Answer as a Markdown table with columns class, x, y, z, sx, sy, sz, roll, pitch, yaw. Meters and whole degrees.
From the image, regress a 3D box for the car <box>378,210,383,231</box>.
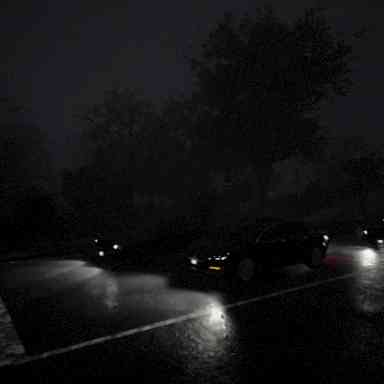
| class | x | y | z | sx | sy | sz | roll | pitch | yaw |
| --- | --- | --- | --- | --- | --- | --- | --- | --- | --- |
| car | 15.184 | 2.018 | 23.381 | 4.674 | 1.442 | 1.812 | 2 | -1 | -35 |

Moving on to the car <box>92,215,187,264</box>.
| class | x | y | z | sx | sy | sz | roll | pitch | yaw |
| --- | --- | --- | --- | --- | --- | --- | --- | --- | --- |
| car | -0.756 | 1.555 | 12.069 | 5.357 | 1.411 | 2.033 | 0 | 0 | -39 |

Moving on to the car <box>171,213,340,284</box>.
| class | x | y | z | sx | sy | sz | roll | pitch | yaw |
| --- | --- | --- | --- | --- | --- | --- | --- | --- | --- |
| car | 2.030 | 1.520 | 9.723 | 4.892 | 1.490 | 1.837 | 1 | 0 | -35 |

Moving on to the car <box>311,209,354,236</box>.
| class | x | y | z | sx | sy | sz | roll | pitch | yaw |
| --- | --- | --- | --- | --- | --- | --- | --- | --- | --- |
| car | 7.254 | 1.655 | 17.737 | 5.008 | 1.535 | 1.882 | 2 | -1 | -35 |

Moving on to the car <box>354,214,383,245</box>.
| class | x | y | z | sx | sy | sz | roll | pitch | yaw |
| --- | --- | --- | --- | --- | --- | --- | --- | --- | --- |
| car | 10.063 | 1.752 | 15.437 | 5.357 | 1.411 | 2.033 | 2 | -1 | -35 |
